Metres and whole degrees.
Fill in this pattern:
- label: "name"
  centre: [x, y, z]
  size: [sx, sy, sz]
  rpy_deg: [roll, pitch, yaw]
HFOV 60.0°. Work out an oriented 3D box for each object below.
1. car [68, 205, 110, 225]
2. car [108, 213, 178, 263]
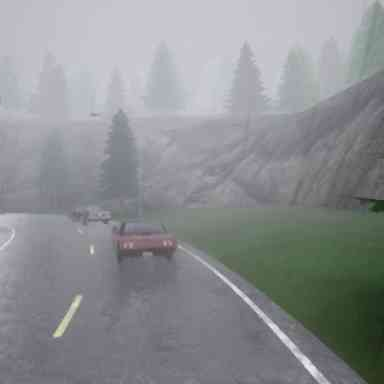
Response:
- label: "car"
  centre: [-7.746, 1.661, 25.010]
  size: [2.033, 1.411, 5.357]
  rpy_deg: [0, 0, -34]
- label: "car"
  centre: [-1.961, 1.645, 12.358]
  size: [1.895, 1.301, 4.718]
  rpy_deg: [0, 0, -16]
